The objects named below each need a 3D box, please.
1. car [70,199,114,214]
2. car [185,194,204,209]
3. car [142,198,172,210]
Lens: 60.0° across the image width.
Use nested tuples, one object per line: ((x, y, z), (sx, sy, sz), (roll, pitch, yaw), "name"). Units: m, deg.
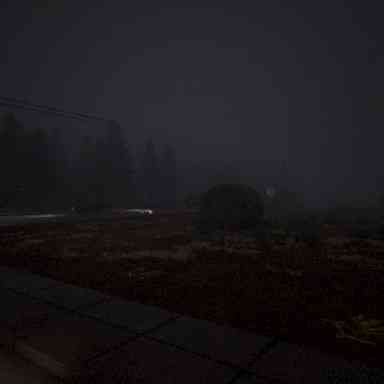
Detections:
((-10.751, 1.518, 36.009), (2.128, 1.511, 4.902), (0, 0, 37), "car")
((1.364, 1.247, 46.191), (2.150, 2.045, 5.566), (0, 0, 38), "car")
((-4.612, 1.551, 44.277), (1.812, 1.442, 4.674), (0, 0, 37), "car")
